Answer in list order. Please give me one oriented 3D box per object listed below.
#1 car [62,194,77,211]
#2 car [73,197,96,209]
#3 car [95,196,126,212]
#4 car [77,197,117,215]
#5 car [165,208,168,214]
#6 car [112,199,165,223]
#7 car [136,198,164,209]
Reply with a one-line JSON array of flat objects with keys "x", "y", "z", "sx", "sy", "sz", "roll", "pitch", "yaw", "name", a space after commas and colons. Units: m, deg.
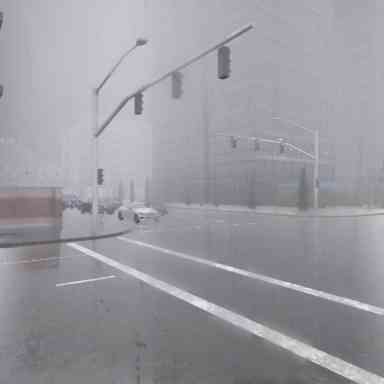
[{"x": -15.671, "y": 1.221, "z": 41.870, "sx": 2.150, "sy": 2.045, "sz": 5.566, "roll": 0, "pitch": 0, "yaw": -36, "name": "car"}, {"x": -15.370, "y": 1.526, "z": 47.479, "sx": 1.812, "sy": 1.442, "sz": 4.674, "roll": 0, "pitch": 0, "yaw": -35, "name": "car"}, {"x": -9.740, "y": 1.352, "z": 39.598, "sx": 2.097, "sy": 1.767, "sz": 4.553, "roll": 0, "pitch": 0, "yaw": -36, "name": "car"}, {"x": -9.476, "y": 1.352, "z": 33.222, "sx": 2.097, "sy": 1.767, "sz": 4.553, "roll": 0, "pitch": 0, "yaw": -36, "name": "car"}, {"x": -4.360, "y": 1.547, "z": 32.085, "sx": 2.033, "sy": 1.411, "sz": 5.357, "roll": 0, "pitch": 0, "yaw": -36, "name": "car"}, {"x": -4.250, "y": 1.526, "z": 25.923, "sx": 1.812, "sy": 1.442, "sz": 4.674, "roll": 0, "pitch": 0, "yaw": -36, "name": "car"}, {"x": -6.019, "y": 1.601, "z": 46.763, "sx": 1.895, "sy": 1.301, "sz": 4.718, "roll": 0, "pitch": 0, "yaw": -36, "name": "car"}]
